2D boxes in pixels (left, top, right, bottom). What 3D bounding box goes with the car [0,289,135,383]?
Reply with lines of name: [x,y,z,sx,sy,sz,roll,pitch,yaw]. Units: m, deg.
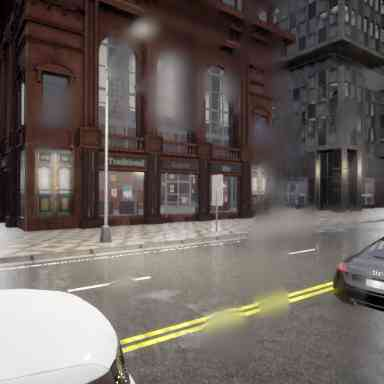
car: [-2.920,1.221,1.352,5.566,2.045,2.150,0,0,-36]

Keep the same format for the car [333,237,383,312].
car: [4.817,1.562,6.893,4.181,1.385,1.994,0,0,-35]
